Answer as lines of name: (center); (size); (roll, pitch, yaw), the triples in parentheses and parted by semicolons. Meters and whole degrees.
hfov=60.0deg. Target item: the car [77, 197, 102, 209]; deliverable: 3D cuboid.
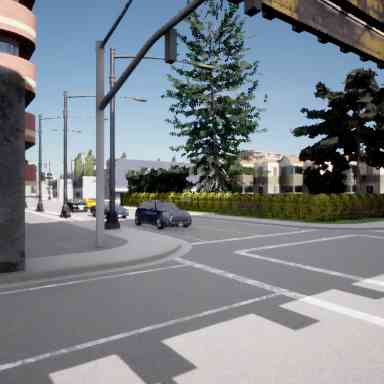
car: (-14.061, 1.478, 45.323); (1.882, 1.535, 5.008); (0, 0, -34)

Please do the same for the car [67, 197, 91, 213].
car: (-13.292, 1.492, 37.809); (2.128, 1.511, 4.902); (0, 0, -35)

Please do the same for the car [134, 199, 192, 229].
car: (-1.959, 1.352, 21.679); (2.097, 1.767, 4.553); (0, 0, -35)

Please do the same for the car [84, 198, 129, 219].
car: (-7.434, 1.547, 29.457); (2.033, 1.411, 5.357); (0, 0, -35)
